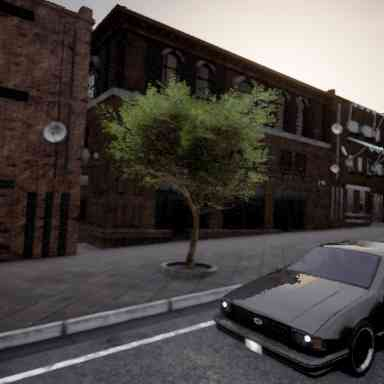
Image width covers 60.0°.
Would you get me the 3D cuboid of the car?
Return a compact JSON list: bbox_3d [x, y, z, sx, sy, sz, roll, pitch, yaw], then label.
[{"bbox_3d":[2.952,1.607,5.793,5.357,1.411,2.033,1,0,-36],"label":"car"}]
